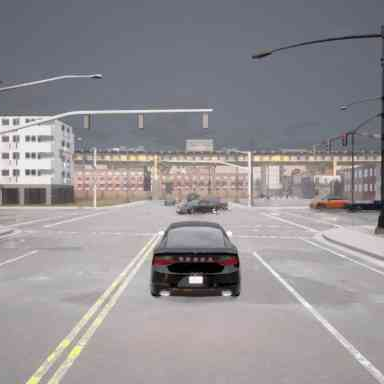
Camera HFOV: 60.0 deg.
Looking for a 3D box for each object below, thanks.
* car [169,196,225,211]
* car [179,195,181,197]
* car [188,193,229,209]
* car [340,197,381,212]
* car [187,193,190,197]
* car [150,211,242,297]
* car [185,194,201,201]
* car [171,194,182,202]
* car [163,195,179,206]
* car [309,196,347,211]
[{"bbox_3d":[0.544,1.472,31.958,4.892,1.490,1.837,0,-2,-42],"label":"car"},{"bbox_3d":[-3.545,1.478,64.060,1.882,1.535,5.008,0,0,1],"label":"car"},{"bbox_3d":[2.277,1.325,41.800,4.553,1.767,2.097,-1,-2,34],"label":"car"},{"bbox_3d":[18.849,1.449,35.434,4.718,1.301,1.895,-1,0,1],"label":"car"},{"bbox_3d":[0.104,1.221,66.665,2.150,2.045,5.566,0,0,0],"label":"car"},{"bbox_3d":[0.082,1.478,8.636,1.882,1.535,5.008,0,0,0],"label":"car"},{"bbox_3d":[0.323,1.351,86.514,2.097,1.767,4.553,0,0,31],"label":"car"},{"bbox_3d":[-3.478,1.355,74.114,2.097,1.767,4.553,0,0,2],"label":"car"},{"bbox_3d":[-3.569,1.505,54.848,1.837,1.490,4.892,0,0,0],"label":"car"},{"bbox_3d":[16.185,1.236,38.987,4.553,1.767,2.097,-1,0,1],"label":"car"}]
